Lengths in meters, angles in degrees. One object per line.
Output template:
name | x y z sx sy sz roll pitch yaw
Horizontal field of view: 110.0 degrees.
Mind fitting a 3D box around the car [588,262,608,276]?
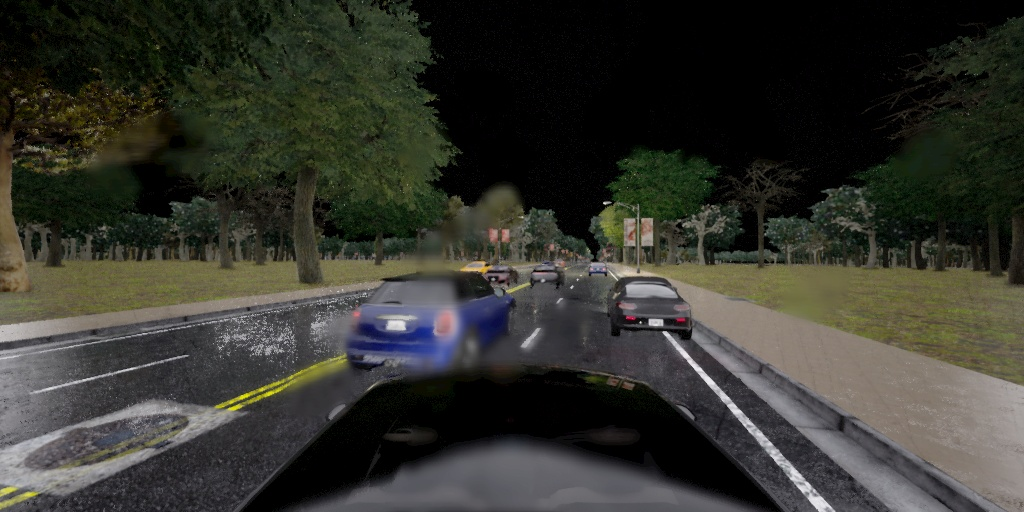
car | 8.774 1.320 36.609 2.033 1.411 5.357 0 0 13

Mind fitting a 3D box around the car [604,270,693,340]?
car | 3.649 1.279 10.030 1.812 1.442 4.674 0 0 13

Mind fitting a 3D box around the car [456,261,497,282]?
car | -2.883 1.237 30.349 1.882 1.535 5.008 0 0 13

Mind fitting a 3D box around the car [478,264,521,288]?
car | -0.765 1.319 25.128 1.994 1.385 4.181 0 0 13

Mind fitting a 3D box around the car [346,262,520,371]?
car | -1.309 1.103 7.655 2.097 1.767 4.553 0 0 13

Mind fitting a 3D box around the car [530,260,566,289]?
car | 2.404 1.247 23.534 2.128 1.511 4.902 0 0 13
